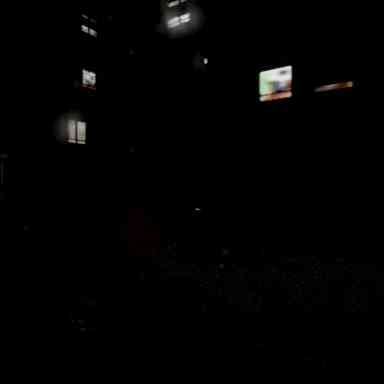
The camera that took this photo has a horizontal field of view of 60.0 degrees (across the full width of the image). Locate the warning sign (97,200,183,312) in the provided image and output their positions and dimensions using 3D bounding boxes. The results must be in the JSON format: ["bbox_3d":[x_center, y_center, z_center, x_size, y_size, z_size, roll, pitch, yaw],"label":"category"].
[{"bbox_3d":[-0.989,1.106,6.501,1.060,1.860,1.300,0,0,35],"label":"warning sign"}]
